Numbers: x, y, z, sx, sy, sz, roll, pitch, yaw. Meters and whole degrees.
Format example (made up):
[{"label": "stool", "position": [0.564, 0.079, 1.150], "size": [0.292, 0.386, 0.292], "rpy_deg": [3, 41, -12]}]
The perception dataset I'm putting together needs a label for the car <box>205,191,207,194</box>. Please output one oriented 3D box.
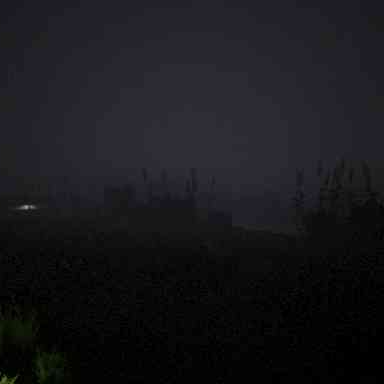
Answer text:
[{"label": "car", "position": [1.235, 0.661, 46.445], "size": [2.097, 1.767, 4.553], "rpy_deg": [0, -1, 44]}]
